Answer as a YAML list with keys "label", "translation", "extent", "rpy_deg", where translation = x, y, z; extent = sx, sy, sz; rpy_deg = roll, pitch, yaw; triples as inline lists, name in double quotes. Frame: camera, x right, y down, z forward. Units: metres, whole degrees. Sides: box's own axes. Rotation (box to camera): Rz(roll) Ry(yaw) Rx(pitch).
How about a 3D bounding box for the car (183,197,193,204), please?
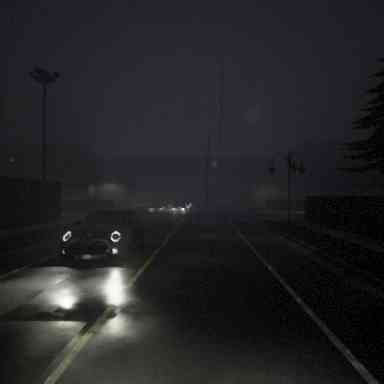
- label: "car"
  translation: [-1.020, 2.048, 79.212]
  extent: [2.128, 1.511, 4.902]
  rpy_deg: [0, 0, 2]

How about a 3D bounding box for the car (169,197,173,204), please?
- label: "car"
  translation: [-4.967, 2.016, 68.369]
  extent: [1.994, 1.385, 4.181]
  rpy_deg: [0, 0, 3]

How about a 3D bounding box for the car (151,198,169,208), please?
- label: "car"
  translation: [-5.580, 1.851, 56.013]
  extent: [1.882, 1.535, 5.008]
  rpy_deg: [0, 0, 4]

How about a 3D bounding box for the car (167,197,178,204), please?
- label: "car"
  translation: [-4.529, 2.046, 79.046]
  extent: [2.128, 1.511, 4.902]
  rpy_deg: [0, 0, 2]

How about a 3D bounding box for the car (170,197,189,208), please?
- label: "car"
  translation: [-2.049, 1.974, 55.812]
  extent: [1.895, 1.301, 4.718]
  rpy_deg: [0, 0, 2]

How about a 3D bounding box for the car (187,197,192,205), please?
- label: "car"
  translation: [-1.455, 2.055, 68.516]
  extent: [1.895, 1.301, 4.718]
  rpy_deg: [0, 0, 2]

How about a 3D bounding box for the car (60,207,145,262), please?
- label: "car"
  translation: [-3.135, 1.431, 12.507]
  extent: [2.097, 1.767, 4.553]
  rpy_deg: [0, 0, 3]
